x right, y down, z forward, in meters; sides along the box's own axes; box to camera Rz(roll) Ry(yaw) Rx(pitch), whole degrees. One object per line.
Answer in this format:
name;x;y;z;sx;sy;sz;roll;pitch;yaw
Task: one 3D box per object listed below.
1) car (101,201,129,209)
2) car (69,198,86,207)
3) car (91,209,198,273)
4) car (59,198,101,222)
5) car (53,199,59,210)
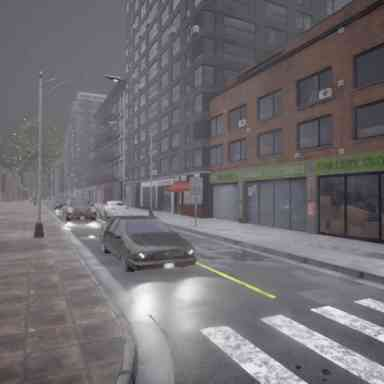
car;-6.526;1.465;27.842;1.812;1.442;4.674;1;0;-26
car;-17.738;1.607;51.340;1.994;1.385;4.181;1;-1;-25
car;-1.750;1.502;10.977;2.033;1.411;5.357;1;0;-26
car;-8.686;1.262;25.531;2.097;1.767;4.553;1;0;-25
car;-16.747;1.556;42.644;2.033;1.411;5.357;1;-1;-26
